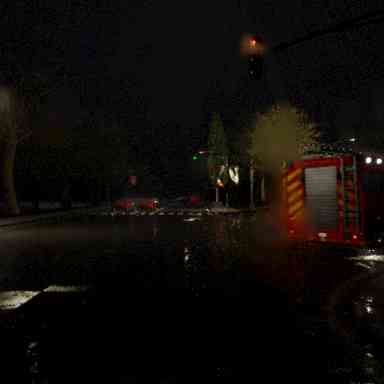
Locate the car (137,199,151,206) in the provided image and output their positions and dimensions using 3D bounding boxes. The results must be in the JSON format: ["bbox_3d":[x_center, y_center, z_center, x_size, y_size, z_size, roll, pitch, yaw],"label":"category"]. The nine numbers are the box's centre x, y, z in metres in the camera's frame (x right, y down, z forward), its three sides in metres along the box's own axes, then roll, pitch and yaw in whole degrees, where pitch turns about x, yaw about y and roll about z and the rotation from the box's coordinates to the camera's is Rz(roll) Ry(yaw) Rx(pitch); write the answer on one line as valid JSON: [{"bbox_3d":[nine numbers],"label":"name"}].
[{"bbox_3d":[-9.099,1.932,63.158,1.895,1.301,4.718,0,-1,1],"label":"car"}]

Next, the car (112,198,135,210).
[{"bbox_3d":[-9.290,1.629,44.619,1.882,1.535,5.008,0,0,1],"label":"car"}]

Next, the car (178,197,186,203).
[{"bbox_3d":[-2.383,2.040,83.984,1.837,1.490,4.892,0,-1,1],"label":"car"}]

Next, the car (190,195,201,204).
[{"bbox_3d":[0.759,1.670,73.564,2.150,2.045,5.566,0,-1,1],"label":"car"}]

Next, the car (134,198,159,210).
[{"bbox_3d":[-6.041,1.629,44.586,1.882,1.535,5.008,0,0,1],"label":"car"}]

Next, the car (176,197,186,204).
[{"bbox_3d":[-2.487,1.804,73.928,2.097,1.767,4.553,0,-1,1],"label":"car"}]

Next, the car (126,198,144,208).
[{"bbox_3d":[-9.203,1.729,54.124,2.128,1.511,4.902,0,-1,1],"label":"car"}]

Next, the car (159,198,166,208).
[{"bbox_3d":[-5.946,1.789,54.509,2.033,1.411,5.357,0,-1,1],"label":"car"}]

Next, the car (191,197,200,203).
[{"bbox_3d":[0.867,2.080,83.950,2.033,1.411,5.357,0,-1,1],"label":"car"}]

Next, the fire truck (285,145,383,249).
[{"bbox_3d":[7.536,0.120,14.531,8.468,3.827,2.891,-2,0,-43],"label":"fire truck"}]
